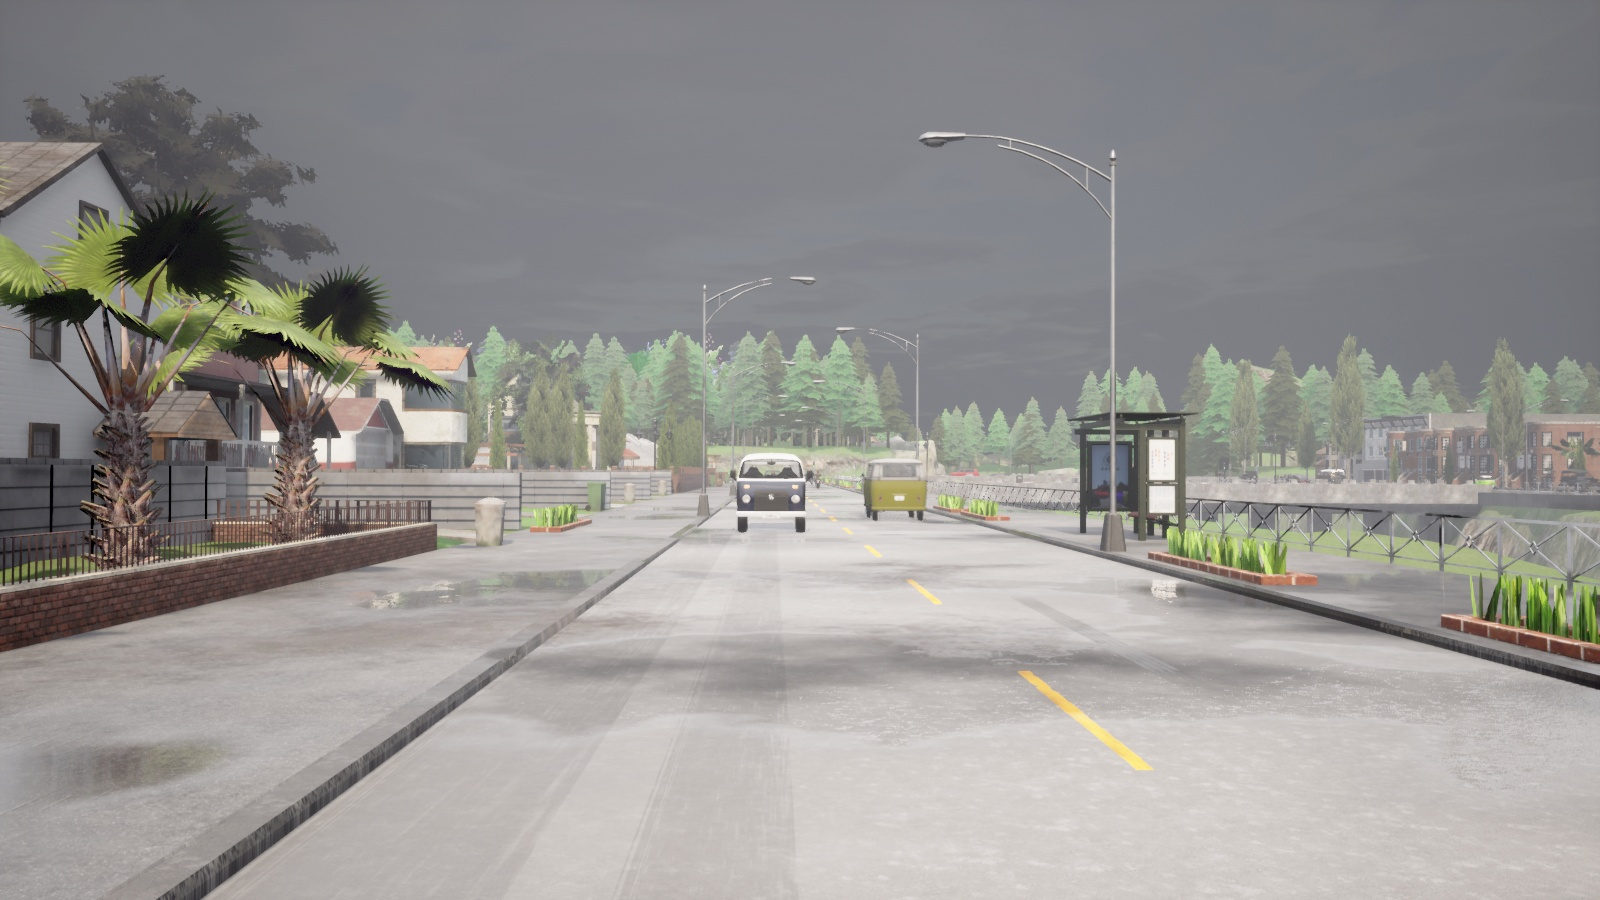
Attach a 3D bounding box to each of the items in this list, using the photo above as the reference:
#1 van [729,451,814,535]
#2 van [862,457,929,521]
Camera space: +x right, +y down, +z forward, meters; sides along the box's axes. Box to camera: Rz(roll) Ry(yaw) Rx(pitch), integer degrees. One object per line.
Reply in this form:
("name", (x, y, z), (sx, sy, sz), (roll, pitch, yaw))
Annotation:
("van", (-0.740, 1.090, 32.748), (2.069, 2.038, 4.480), (0, -1, -1))
("van", (3.079, 1.249, 41.457), (1.775, 1.987, 4.442), (0, -1, -1))
